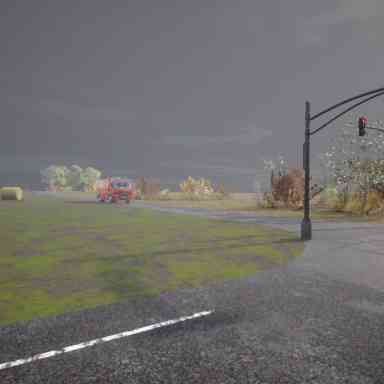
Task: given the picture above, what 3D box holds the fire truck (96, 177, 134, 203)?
[{"bbox_3d":[-11.765,-0.354,50.031,2.891,3.827,8.468,1,0,-32],"label":"fire truck"}]
